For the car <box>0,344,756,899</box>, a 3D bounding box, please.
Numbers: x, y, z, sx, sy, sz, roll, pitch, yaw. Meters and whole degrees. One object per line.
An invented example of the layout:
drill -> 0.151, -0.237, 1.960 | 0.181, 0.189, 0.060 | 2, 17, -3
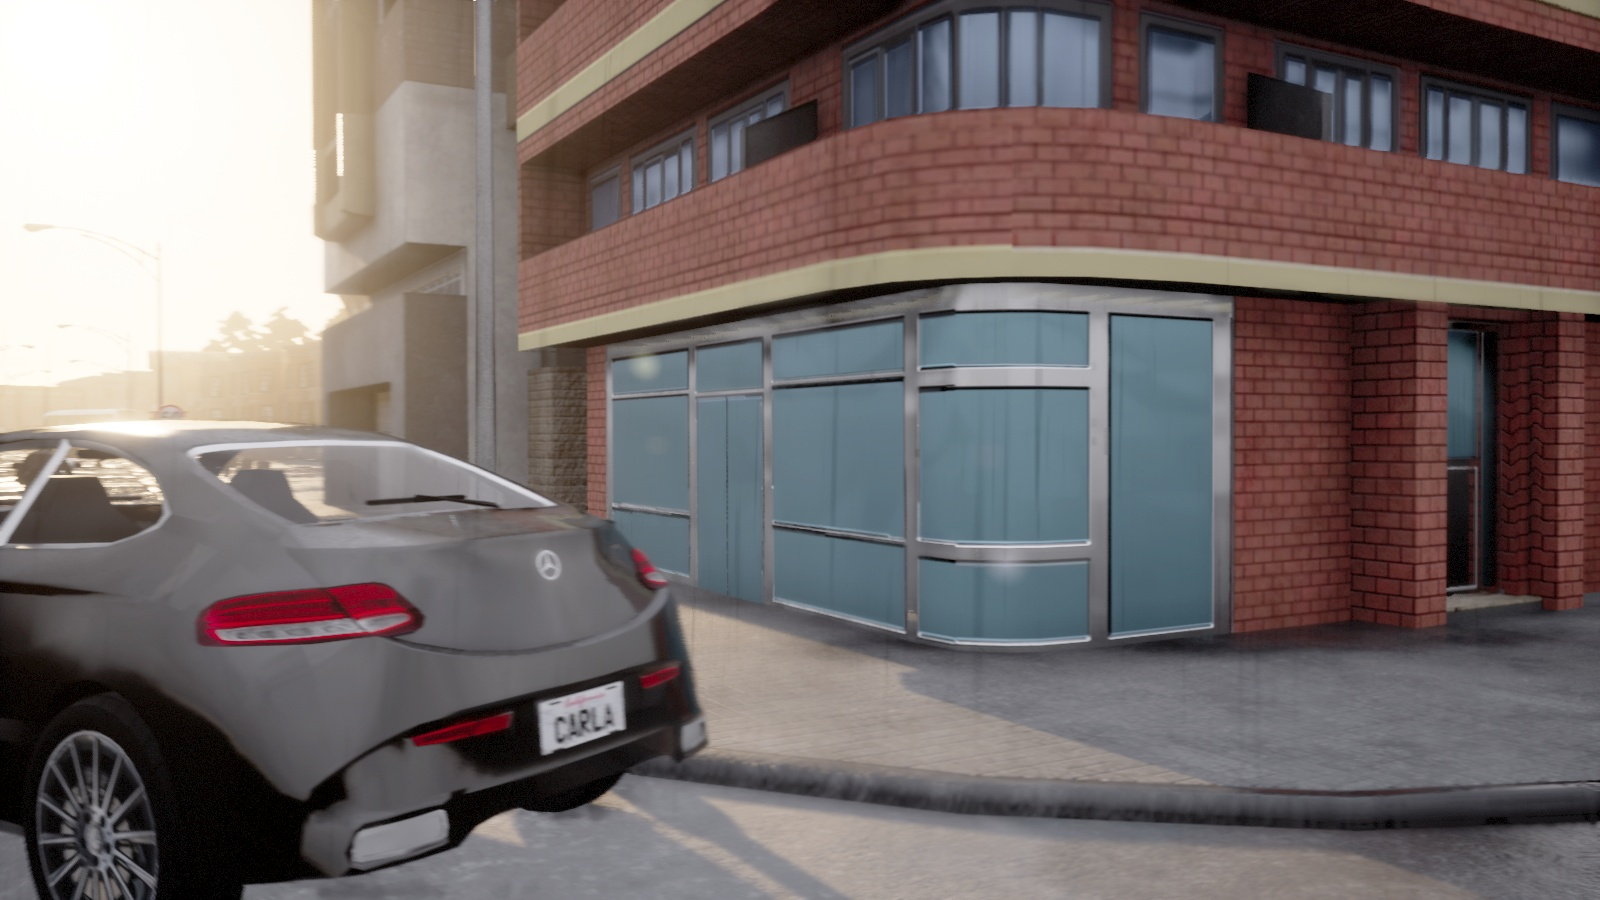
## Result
car -> -2.876, 0.520, 5.381 | 5.027, 1.651, 2.152 | 1, 1, 32
